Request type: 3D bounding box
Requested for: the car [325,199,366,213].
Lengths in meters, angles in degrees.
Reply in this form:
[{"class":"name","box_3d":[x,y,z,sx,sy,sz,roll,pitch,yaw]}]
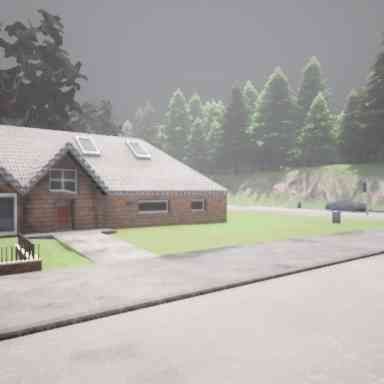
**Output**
[{"class":"car","box_3d":[16.835,1.504,36.620,1.994,1.385,4.181,0,0,-34]}]
